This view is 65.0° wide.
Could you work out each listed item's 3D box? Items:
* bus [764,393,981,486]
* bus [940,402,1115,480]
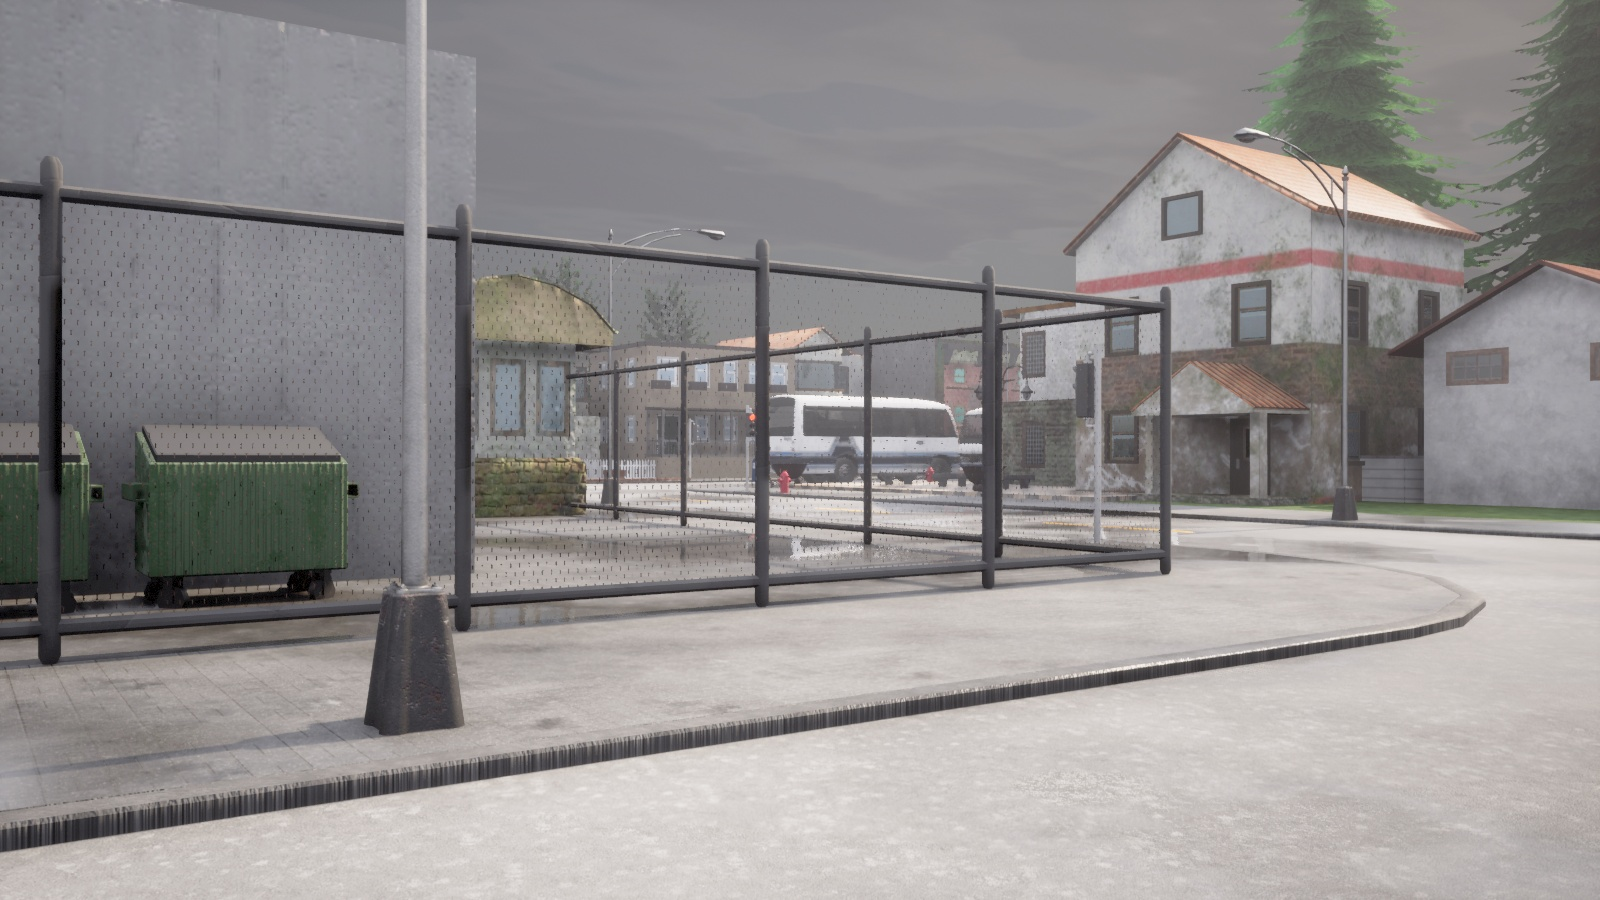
[{"bbox_3d":[3.653,-0.488,61.804,10.273,4.253,3.944,0,0,-32],"label":"bus"},{"bbox_3d":[13.354,-0.481,73.223,10.273,4.253,3.944,0,0,-35],"label":"bus"}]
